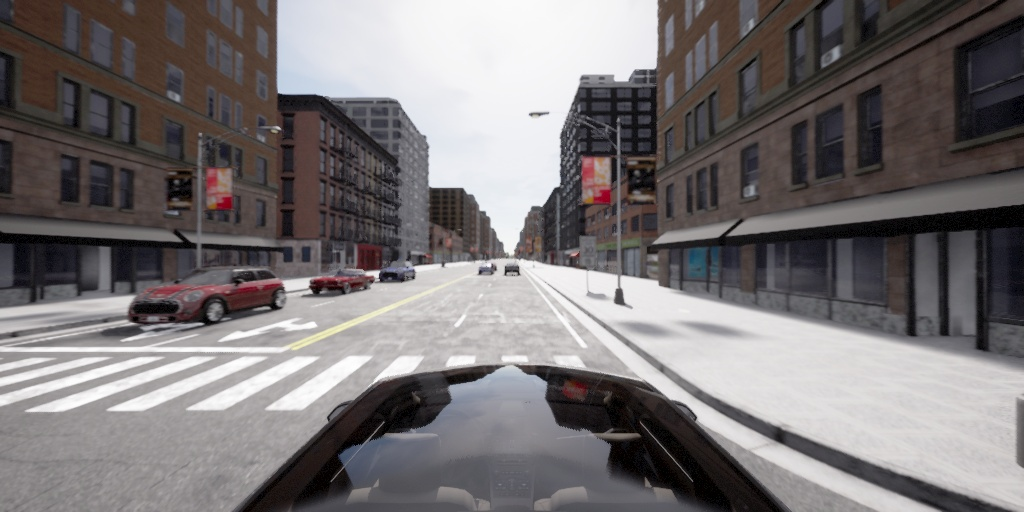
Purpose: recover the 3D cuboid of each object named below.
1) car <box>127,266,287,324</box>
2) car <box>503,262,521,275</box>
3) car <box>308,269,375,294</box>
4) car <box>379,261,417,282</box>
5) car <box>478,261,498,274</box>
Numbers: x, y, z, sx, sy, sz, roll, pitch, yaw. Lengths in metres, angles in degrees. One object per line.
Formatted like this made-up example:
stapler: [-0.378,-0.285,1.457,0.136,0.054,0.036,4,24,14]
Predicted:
car: [-9.846,1.149,12.090,2.097,1.767,4.553,0,0,0]
car: [0.009,1.455,42.137,1.837,1.490,4.892,0,0,0]
car: [-9.846,1.443,21.069,1.895,1.301,4.718,0,0,0]
car: [-9.833,1.243,31.113,2.097,1.767,4.553,0,0,0]
car: [-3.141,1.505,44.084,2.033,1.411,5.357,0,0,0]
